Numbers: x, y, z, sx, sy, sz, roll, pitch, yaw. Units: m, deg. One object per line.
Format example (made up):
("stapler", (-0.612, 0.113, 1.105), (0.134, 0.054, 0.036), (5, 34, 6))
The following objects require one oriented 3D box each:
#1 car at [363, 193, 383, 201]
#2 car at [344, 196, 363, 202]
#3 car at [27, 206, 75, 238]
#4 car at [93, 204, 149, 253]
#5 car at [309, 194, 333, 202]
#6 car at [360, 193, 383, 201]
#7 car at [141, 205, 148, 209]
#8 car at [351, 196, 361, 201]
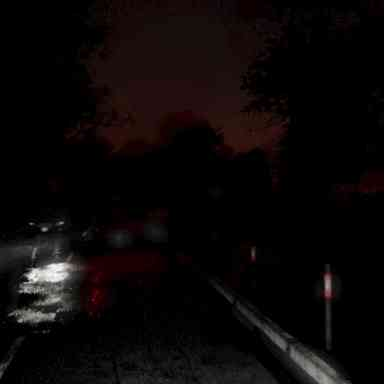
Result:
("car", (43.126, 1.371, 78.314), (4.553, 1.767, 2.185), (-1, -1, 24))
("car", (35.076, 1.532, 72.922), (4.181, 1.385, 1.994), (0, -1, -45))
("car", (-7.622, 1.551, 18.352), (2.128, 1.511, 4.902), (0, 0, -13))
("car", (-3.078, 1.490, 13.990), (1.882, 1.535, 5.008), (0, 0, -13))
("car", (32.813, 1.435, 85.198), (5.566, 2.045, 2.435), (-1, -1, 24))
("car", (45.516, 1.361, 83.768), (5.566, 2.045, 2.435), (-1, -2, 24))
("car", (-4.890, 1.673, 27.482), (1.895, 1.301, 4.718), (-1, 0, 5))
("car", (40.674, 1.618, 82.414), (1.994, 1.385, 4.181), (-1, -2, 24))
